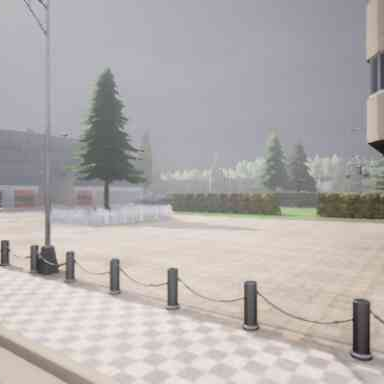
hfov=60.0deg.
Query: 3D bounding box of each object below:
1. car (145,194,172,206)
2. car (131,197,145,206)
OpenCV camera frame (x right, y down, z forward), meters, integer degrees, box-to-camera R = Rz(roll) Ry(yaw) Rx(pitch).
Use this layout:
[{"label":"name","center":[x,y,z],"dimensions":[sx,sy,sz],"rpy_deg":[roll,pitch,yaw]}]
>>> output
[{"label":"car","center":[-4.912,1.308,57.118],"dimensions":[2.150,2.045,5.566],"rpy_deg":[0,0,36]},{"label":"car","center":[-8.481,1.599,58.166],"dimensions":[1.837,1.490,4.892],"rpy_deg":[0,0,36]}]
